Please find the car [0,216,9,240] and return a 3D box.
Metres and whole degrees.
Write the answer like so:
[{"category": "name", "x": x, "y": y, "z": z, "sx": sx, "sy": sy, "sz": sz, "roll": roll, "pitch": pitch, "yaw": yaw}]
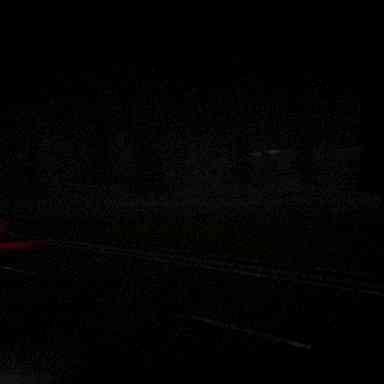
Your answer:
[{"category": "car", "x": -10.749, "y": 1.515, "z": 15.959, "sx": 5.008, "sy": 1.535, "sz": 1.882, "roll": 0, "pitch": 0, "yaw": 35}]
